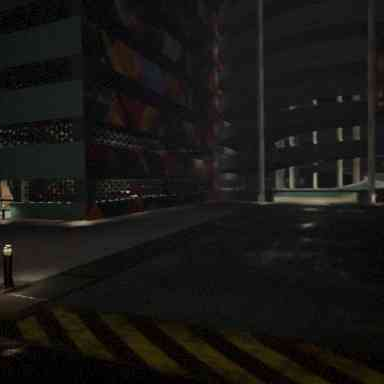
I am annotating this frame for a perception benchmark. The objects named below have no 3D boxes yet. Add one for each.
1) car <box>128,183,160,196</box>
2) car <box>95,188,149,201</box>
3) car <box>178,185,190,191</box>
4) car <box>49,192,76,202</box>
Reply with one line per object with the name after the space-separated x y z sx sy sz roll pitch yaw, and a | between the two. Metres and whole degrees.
-8.226 -0.434 56.398 5.566 2.045 2.435 0 2 22 | car
-6.222 0.636 27.606 4.674 1.452 2.002 0 2 22 | car
-2.218 -1.082 91.588 4.892 1.521 2.231 0 2 22 | car
-14.354 0.601 38.950 4.718 1.301 1.895 0 2 22 | car
